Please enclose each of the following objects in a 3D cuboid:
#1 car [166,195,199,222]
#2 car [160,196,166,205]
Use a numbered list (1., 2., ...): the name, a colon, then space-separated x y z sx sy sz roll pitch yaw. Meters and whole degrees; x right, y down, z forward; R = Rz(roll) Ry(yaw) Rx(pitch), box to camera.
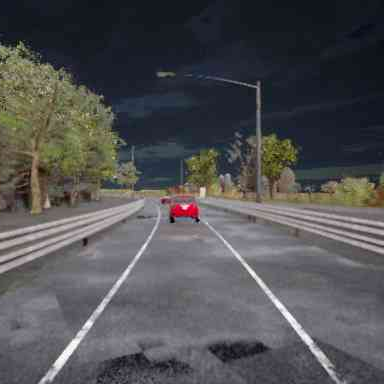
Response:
1. car: -0.725 1.227 26.420 2.150 2.045 5.566 0 0 -4
2. car: -4.642 1.452 59.478 1.882 1.535 5.008 0 0 -10
